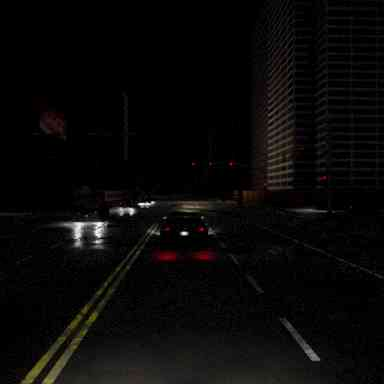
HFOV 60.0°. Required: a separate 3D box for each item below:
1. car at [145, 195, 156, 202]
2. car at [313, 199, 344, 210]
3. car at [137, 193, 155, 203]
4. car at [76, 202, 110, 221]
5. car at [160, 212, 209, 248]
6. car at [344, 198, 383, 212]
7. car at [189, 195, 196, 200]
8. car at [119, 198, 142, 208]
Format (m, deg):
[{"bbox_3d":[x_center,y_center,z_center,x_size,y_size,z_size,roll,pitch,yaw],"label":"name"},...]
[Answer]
[{"bbox_3d":[-9.660,1.525,77.456,2.128,1.511,4.902,0,0,-2],"label":"car"},{"bbox_3d":[18.310,1.547,42.161,5.357,1.411,2.033,0,0,-2],"label":"car"},{"bbox_3d":[-9.311,1.493,67.069,2.128,1.511,4.902,0,0,-2],"label":"car"},{"bbox_3d":[-7.984,1.526,27.198,1.812,1.442,4.674,0,0,-2],"label":"car"},{"bbox_3d":[-0.362,1.564,14.756,1.994,1.385,4.181,0,0,-2],"label":"car"},{"bbox_3d":[20.965,1.492,38.763,4.902,1.511,2.128,0,0,-2],"label":"car"},{"bbox_3d":[0.243,1.525,94.655,2.128,1.511,4.902,0,0,-2],"label":"car"},{"bbox_3d":[-9.122,1.601,48.498,1.895,1.301,4.718,0,0,3],"label":"car"}]
